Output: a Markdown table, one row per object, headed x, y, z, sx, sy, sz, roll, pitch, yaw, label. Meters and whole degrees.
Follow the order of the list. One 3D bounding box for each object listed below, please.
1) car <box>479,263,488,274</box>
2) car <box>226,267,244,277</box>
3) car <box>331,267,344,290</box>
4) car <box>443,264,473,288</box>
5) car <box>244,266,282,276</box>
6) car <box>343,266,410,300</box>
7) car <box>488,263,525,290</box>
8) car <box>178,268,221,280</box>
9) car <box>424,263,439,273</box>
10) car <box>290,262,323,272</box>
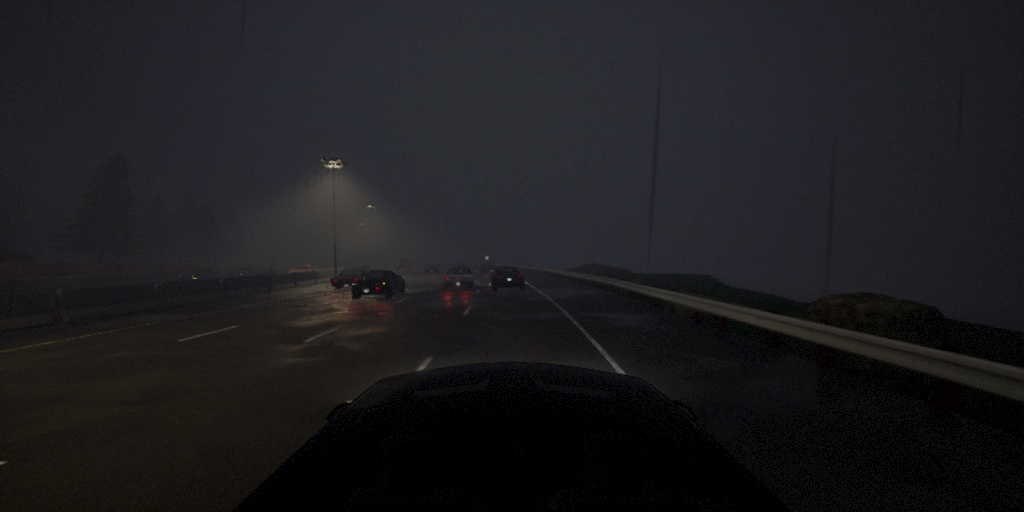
| x | y | z | sx | sy | sz | roll | pitch | yaw | label |
| --- | --- | --- | --- | --- | --- | --- | --- | --- | --- |
| -3.066 | 1.481 | 45.305 | 1.895 | 1.301 | 4.718 | -1 | 0 | -13 | car |
| -31.654 | 2.002 | 42.381 | 1.837 | 1.490 | 4.892 | -1 | 0 | -12 | car |
| -10.982 | 1.624 | 25.463 | 1.895 | 1.301 | 4.718 | -1 | 0 | -5 | car |
| -3.633 | 1.464 | 24.843 | 1.895 | 1.301 | 4.718 | -1 | 0 | -6 | car |
| -27.674 | 1.971 | 40.409 | 1.994 | 1.385 | 4.181 | -1 | 0 | -11 | car |
| -7.045 | 1.454 | 19.222 | 1.812 | 1.442 | 4.674 | -1 | 0 | -4 | car |
| -0.332 | 1.352 | 23.107 | 1.994 | 1.385 | 4.181 | -1 | 0 | -5 | car |
| -34.702 | 2.066 | 39.988 | 1.837 | 1.490 | 4.892 | -1 | 0 | -11 | car |
| -11.157 | 1.663 | 49.551 | 1.895 | 1.301 | 4.718 | -1 | 0 | -15 | car |
| -24.505 | 1.820 | 42.438 | 1.882 | 1.535 | 5.008 | -1 | 0 | -11 | car |
